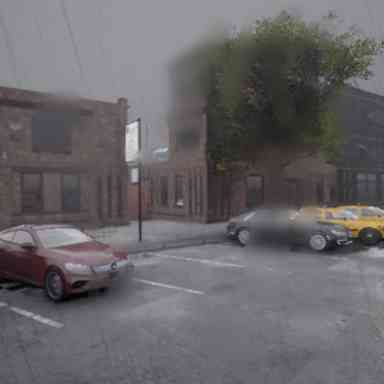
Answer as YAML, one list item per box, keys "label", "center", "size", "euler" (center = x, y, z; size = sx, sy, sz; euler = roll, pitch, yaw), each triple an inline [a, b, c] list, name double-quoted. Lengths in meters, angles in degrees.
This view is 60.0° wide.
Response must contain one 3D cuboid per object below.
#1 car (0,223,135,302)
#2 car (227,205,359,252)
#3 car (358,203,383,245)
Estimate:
- label: "car"
  center: [-3.534, 1.514, 8.302]
  size: [4.674, 1.452, 2.002]
  euler: [-1, -1, 35]
- label: "car"
  center: [3.804, 1.419, 13.512]
  size: [4.892, 1.521, 2.231]
  euler: [-1, -1, 35]
- label: "car"
  center: [6.408, 1.393, 15.139]
  size: [5.366, 1.575, 1.946]
  euler: [-1, -1, 35]
